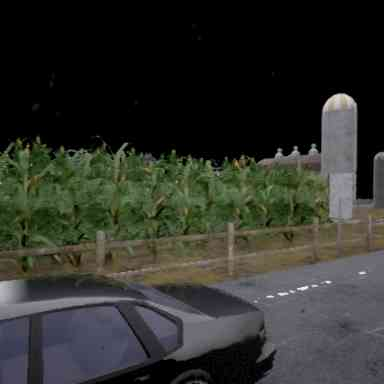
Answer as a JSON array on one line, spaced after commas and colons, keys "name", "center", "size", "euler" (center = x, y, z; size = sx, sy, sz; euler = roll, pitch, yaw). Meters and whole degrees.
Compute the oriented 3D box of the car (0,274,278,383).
[{"name": "car", "center": [-1.619, 1.549, 2.834], "size": [5.357, 1.411, 2.033], "euler": [1, 0, -35]}]
